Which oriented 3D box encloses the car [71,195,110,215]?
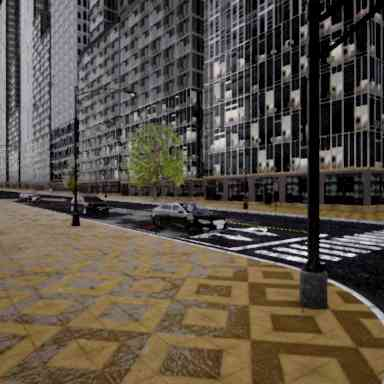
[{"bbox_3d":[-8.377,1.022,27.120,1.837,1.490,4.892,0,2,-38],"label":"car"}]

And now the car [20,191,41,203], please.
[{"bbox_3d":[-21.338,0.625,43.809,2.128,1.511,4.902,0,1,-38],"label":"car"}]

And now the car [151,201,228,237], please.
[{"bbox_3d":[-0.254,1.252,16.789,2.128,1.511,4.902,0,1,-38],"label":"car"}]
